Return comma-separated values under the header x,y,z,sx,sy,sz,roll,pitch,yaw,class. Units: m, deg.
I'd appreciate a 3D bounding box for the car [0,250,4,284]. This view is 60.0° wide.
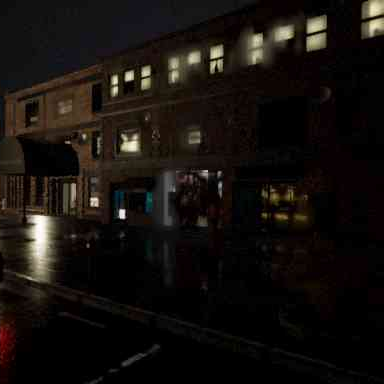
x,y,z,sx,sy,sz,roll,pitch,yaw,class
-6.254,1.502,7.815,4.892,1.490,1.837,0,0,36,car
